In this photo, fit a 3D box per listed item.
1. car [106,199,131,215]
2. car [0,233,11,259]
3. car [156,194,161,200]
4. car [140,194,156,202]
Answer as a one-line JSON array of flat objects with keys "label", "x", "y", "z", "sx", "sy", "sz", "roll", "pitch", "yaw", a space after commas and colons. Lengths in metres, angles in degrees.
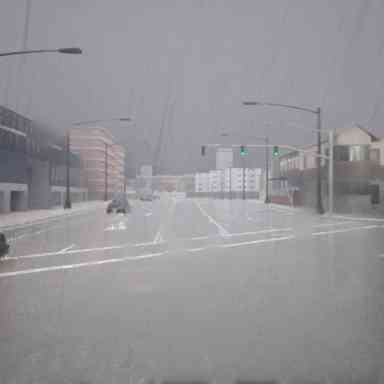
[{"label": "car", "x": -7.425, "y": 1.506, "z": 33.968, "sx": 2.128, "sy": 1.511, "sz": 4.902, "roll": 0, "pitch": 1, "yaw": -2}, {"label": "car", "x": -6.621, "y": 1.570, "z": 8.229, "sx": 2.033, "sy": 1.411, "sz": 5.357, "roll": 0, "pitch": 0, "yaw": -2}, {"label": "car", "x": -9.011, "y": 1.278, "z": 84.813, "sx": 1.882, "sy": 1.535, "sz": 5.008, "roll": 0, "pitch": -1, "yaw": -2}, {"label": "car", "x": -8.226, "y": 1.060, "z": 59.671, "sx": 2.128, "sy": 1.511, "sz": 4.902, "roll": 0, "pitch": 1, "yaw": -2}]
